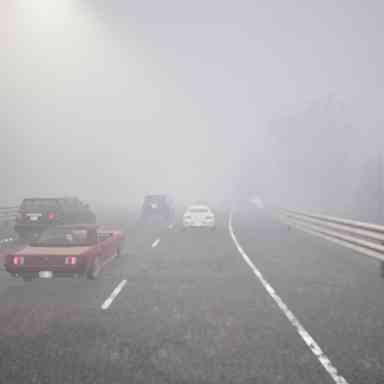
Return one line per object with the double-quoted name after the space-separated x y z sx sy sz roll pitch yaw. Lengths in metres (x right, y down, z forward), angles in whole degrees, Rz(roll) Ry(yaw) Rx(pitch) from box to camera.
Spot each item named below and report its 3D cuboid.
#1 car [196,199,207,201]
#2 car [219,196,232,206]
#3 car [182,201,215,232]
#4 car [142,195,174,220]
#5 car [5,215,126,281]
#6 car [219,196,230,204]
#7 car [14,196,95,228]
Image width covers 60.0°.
1.159 1.564 39.195 2.033 1.411 5.357 0 0 3 "car"
5.345 1.560 53.693 1.812 1.442 4.674 0 0 5 "car"
0.412 1.531 20.160 1.812 1.442 4.674 0 0 2 "car"
-2.829 1.227 28.387 2.150 2.045 5.566 0 0 2 "car"
-3.310 1.600 9.836 1.895 1.301 4.718 0 0 1 "car"
6.295 1.541 65.097 2.128 1.511 4.902 0 0 4 "car"
-6.680 1.221 16.871 2.150 2.045 5.566 0 0 1 "car"
